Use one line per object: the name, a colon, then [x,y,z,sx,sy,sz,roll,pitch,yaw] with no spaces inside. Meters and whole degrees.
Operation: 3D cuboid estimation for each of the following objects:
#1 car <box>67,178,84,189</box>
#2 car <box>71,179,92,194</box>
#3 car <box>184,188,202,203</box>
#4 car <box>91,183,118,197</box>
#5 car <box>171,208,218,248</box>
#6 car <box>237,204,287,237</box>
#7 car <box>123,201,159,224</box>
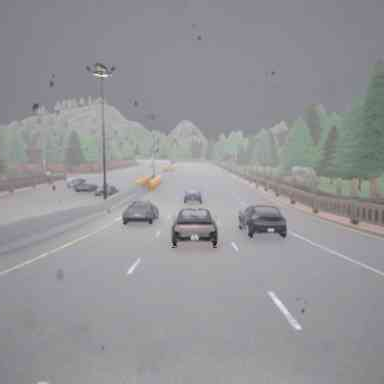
car: [-17.511,-1.393,50.776,2.128,1.511,4.902,0,7,1]
car: [-14.057,-0.563,44.577,1.895,1.301,4.718,0,7,0]
car: [0.106,0.292,36.163,1.812,1.442,4.674,0,6,0]
car: [-10.564,-0.198,41.098,1.994,1.385,4.181,0,6,0]
car: [0.103,1.460,14.734,2.128,1.511,4.902,0,1,0]
car: [3.604,1.422,17.569,1.837,1.490,4.892,0,2,0]
car: [-3.396,1.300,22.610,1.994,1.385,4.181,0,3,0]
